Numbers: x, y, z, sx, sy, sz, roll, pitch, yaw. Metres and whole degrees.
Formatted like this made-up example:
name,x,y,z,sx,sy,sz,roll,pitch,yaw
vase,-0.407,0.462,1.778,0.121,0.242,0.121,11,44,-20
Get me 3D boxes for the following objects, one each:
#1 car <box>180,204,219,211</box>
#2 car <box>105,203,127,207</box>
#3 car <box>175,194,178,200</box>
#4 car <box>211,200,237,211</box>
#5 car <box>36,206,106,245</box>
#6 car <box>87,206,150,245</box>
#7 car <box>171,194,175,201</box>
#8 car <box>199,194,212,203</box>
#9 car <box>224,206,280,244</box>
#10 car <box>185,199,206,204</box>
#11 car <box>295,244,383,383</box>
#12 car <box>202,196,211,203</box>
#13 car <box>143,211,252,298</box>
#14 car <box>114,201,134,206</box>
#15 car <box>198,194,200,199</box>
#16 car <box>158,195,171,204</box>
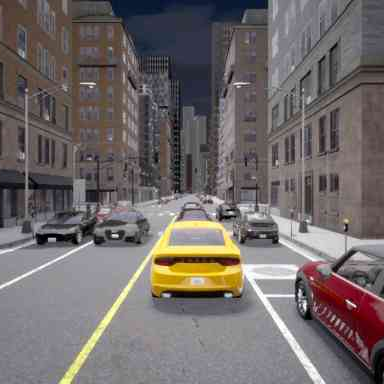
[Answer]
name,x,y,z,sx,sy,sz,roll,pitch,yaw
car,0.119,1.566,17.545,1.994,1.385,4.181,0,0,0
car,-5.655,1.584,21.132,1.802,1.307,4.206,0,0,0
car,-5.523,1.638,90.608,1.752,1.417,4.829,0,0,0
car,2.875,1.569,26.627,1.947,1.339,4.313,0,0,0
car,-5.658,1.567,15.630,1.947,1.339,4.313,0,0,0
car,-3.074,1.565,15.297,1.994,1.385,4.181,0,0,0
car,-5.562,1.617,74.553,2.008,1.369,4.403,0,0,0
car,2.934,1.484,63.717,1.967,1.590,4.097,0,0,0
car,2.867,1.552,15.624,2.008,1.369,4.403,0,0,0
car,0.019,1.529,26.356,1.812,1.442,4.674,0,0,2
car,2.859,1.440,4.621,1.967,1.590,4.097,0,0,0
car,2.949,1.580,69.296,1.752,1.417,4.829,0,0,0
car,0.100,1.478,8.552,1.882,1.535,5.008,0,0,0
car,-5.651,1.444,26.633,1.967,1.590,4.097,0,0,0
car,2.962,1.617,74.535,2.008,1.369,4.403,0,0,0
car,-5.590,1.626,63.736,1.802,1.307,4.206,0,0,0
